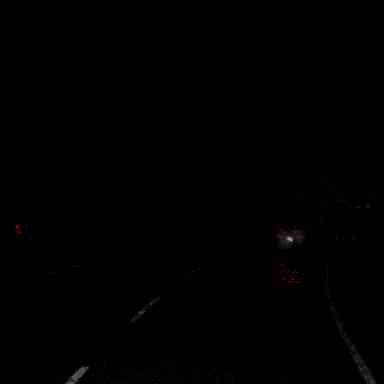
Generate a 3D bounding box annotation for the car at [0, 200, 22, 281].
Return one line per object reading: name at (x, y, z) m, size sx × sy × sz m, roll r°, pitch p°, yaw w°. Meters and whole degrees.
car at (-6.090, 1.175, 6.765) m, size 2.150 × 2.045 × 5.566 m, roll 0°, pitch 0°, yaw 14°

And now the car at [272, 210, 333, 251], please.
car at (5.006, 1.579, 14.813) m, size 1.837 × 1.490 × 4.892 m, roll 0°, pitch 0°, yaw 31°

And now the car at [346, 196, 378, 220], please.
car at (16.049, 1.430, 31.282) m, size 2.150 × 2.045 × 5.566 m, roll 0°, pitch 0°, yaw 34°
